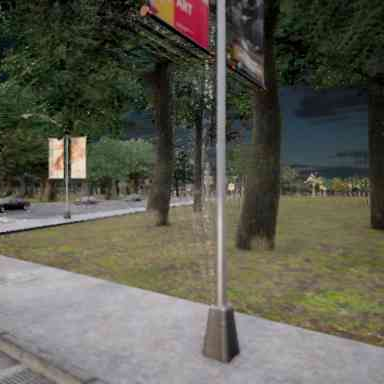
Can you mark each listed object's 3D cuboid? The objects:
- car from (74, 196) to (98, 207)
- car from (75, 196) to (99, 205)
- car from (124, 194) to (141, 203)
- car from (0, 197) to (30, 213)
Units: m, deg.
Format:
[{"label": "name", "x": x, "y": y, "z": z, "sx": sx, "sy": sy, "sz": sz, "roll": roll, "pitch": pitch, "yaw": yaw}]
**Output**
[{"label": "car", "x": -15.756, "y": 1.373, "z": 49.617, "sx": 1.812, "sy": 1.442, "sz": 4.674, "roll": 0, "pitch": 0, "yaw": 13}, {"label": "car", "x": -17.611, "y": 1.372, "z": 56.038, "sx": 1.812, "sy": 1.442, "sz": 4.674, "roll": 0, "pitch": 0, "yaw": 13}, {"label": "car", "x": -11.884, "y": 1.223, "z": 66.758, "sx": 2.097, "sy": 1.767, "sz": 4.553, "roll": 0, "pitch": 0, "yaw": 12}, {"label": "car", "x": -19.102, "y": 1.325, "z": 34.611, "sx": 1.882, "sy": 1.535, "sz": 5.008, "roll": 0, "pitch": 0, "yaw": 13}]
